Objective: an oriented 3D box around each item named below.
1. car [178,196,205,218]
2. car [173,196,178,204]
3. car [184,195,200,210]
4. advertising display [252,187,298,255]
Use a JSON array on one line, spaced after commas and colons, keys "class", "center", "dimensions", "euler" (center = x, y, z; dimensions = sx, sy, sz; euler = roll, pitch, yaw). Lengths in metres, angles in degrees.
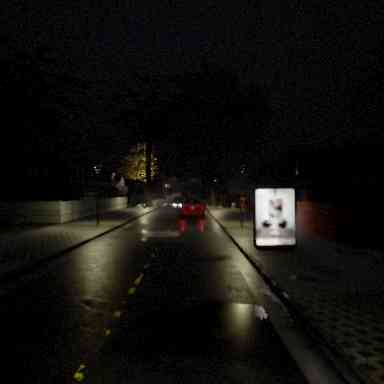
[{"class": "car", "center": [0.067, 1.368, 30.254], "dimensions": [2.097, 1.767, 4.553], "euler": [0, 0, 0]}, {"class": "car", "center": [-2.769, 1.534, 66.588], "dimensions": [2.128, 1.511, 4.902], "euler": [0, 0, 0]}, {"class": "car", "center": [0.057, 1.373, 45.075], "dimensions": [2.097, 1.767, 4.553], "euler": [0, 0, 0]}, {"class": "advertising display", "center": [2.994, 1.034, 12.046], "dimensions": [1.540, 2.440, 0.280], "euler": [-1, -1, 0]}]
